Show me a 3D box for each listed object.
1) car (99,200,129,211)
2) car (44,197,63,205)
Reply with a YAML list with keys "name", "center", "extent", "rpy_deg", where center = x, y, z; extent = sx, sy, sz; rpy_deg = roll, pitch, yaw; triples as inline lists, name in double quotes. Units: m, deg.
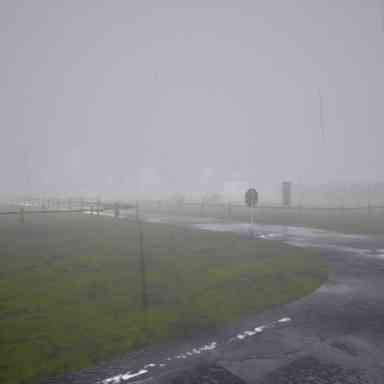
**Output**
- name: "car"
  center: [-9.513, 1.592, 40.147]
  extent: [1.895, 1.301, 4.718]
  rpy_deg: [1, -1, -39]
- name: "car"
  center: [-23.965, 1.566, 57.198]
  extent: [1.895, 1.301, 4.718]
  rpy_deg: [1, -1, -41]
